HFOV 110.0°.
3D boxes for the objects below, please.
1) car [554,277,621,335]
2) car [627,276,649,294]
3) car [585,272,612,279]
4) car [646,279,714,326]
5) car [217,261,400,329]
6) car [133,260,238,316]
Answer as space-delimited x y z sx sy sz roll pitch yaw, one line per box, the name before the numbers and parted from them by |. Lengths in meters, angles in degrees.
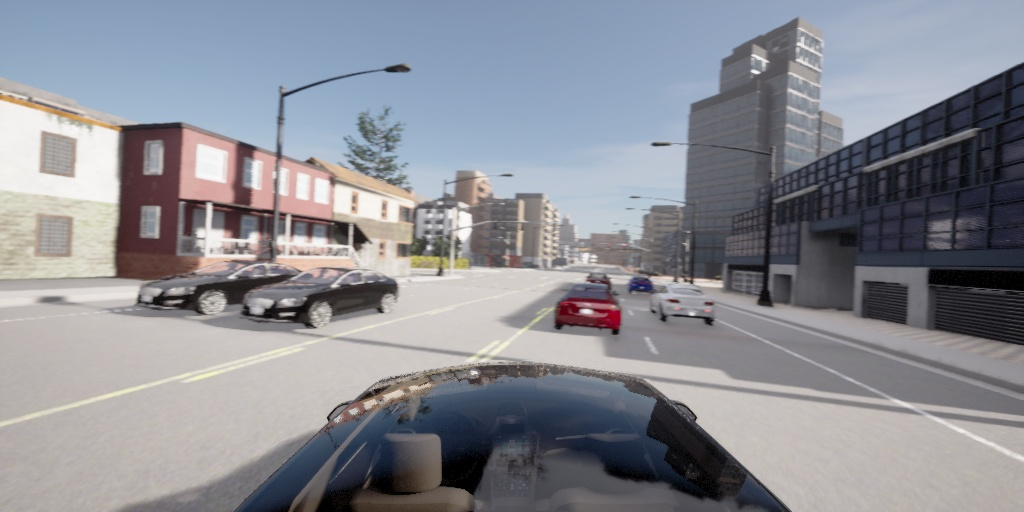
car | 2.599 1.604 12.050 1.994 1.385 4.181 3 -1 14
car | 11.193 2.496 31.516 1.882 1.535 5.008 3 -1 14
car | 7.229 2.124 30.105 2.097 1.767 4.553 3 -1 14
car | 6.930 1.888 14.866 1.812 1.442 4.674 3 -2 14
car | -5.205 1.062 10.546 2.128 1.511 4.902 3 -1 14
car | -8.592 0.888 11.411 2.128 1.511 4.902 3 -1 14
